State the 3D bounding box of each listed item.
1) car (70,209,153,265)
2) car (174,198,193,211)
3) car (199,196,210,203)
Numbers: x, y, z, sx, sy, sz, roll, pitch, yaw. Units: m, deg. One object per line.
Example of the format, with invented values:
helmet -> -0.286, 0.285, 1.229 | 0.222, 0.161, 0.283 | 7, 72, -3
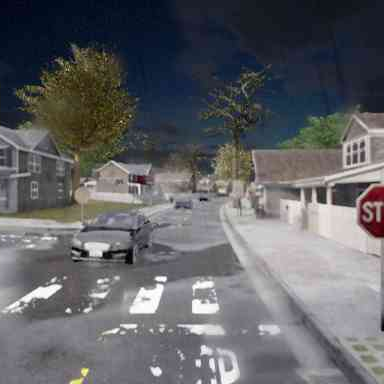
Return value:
car -> -2.524, 1.382, 11.450 | 2.128, 1.511, 4.902 | 3, 1, 2
car -> -0.879, 1.393, 38.847 | 2.033, 1.411, 5.357 | 0, 0, 5
car -> 2.480, 1.344, 65.380 | 1.895, 1.301, 4.718 | 0, 0, 9
